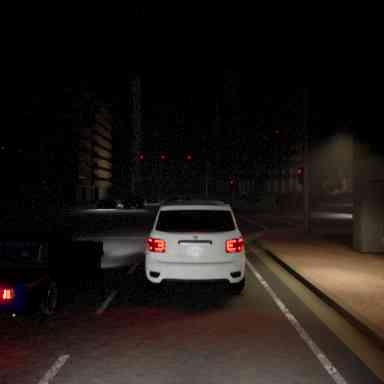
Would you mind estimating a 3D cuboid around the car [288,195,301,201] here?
[{"bbox_3d":[24.596,1.387,79.670,1.970,1.475,3.806,0,0,0],"label":"car"}]

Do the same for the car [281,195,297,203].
[{"bbox_3d":[18.839,1.389,64.564,1.970,1.475,3.806,0,0,0],"label":"car"}]

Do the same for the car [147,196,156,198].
[{"bbox_3d":[-7.904,1.471,65.198,1.882,1.535,5.008,0,0,0],"label":"car"}]

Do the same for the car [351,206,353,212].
[{"bbox_3d":[18.363,1.501,32.833,4.892,1.490,1.837,0,0,1],"label":"car"}]

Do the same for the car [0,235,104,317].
[{"bbox_3d":[-3.417,1.600,7.376,1.895,1.301,4.718,0,0,1],"label":"car"}]

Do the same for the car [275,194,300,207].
[{"bbox_3d":[13.251,1.149,47.147,1.932,1.855,4.605,0,0,0],"label":"car"}]

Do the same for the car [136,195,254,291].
[{"bbox_3d":[0.096,1.221,9.126,2.150,2.045,5.566,0,0,1],"label":"car"}]

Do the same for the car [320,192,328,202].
[{"bbox_3d":[30.174,1.145,79.723,1.932,1.855,4.605,0,0,0],"label":"car"}]

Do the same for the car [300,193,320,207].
[{"bbox_3d":[16.145,1.151,47.095,1.905,1.878,3.866,0,0,0],"label":"car"}]

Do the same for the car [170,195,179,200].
[{"bbox_3d":[-4.462,1.370,85.837,1.994,1.385,4.181,0,0,0],"label":"car"}]

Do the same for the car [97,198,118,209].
[{"bbox_3d":[-11.382,1.559,44.913,1.994,1.385,4.181,0,0,0],"label":"car"}]

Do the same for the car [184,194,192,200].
[{"bbox_3d":[-0.962,1.295,85.852,1.882,1.535,5.008,0,0,0],"label":"car"}]

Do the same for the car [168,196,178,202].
[{"bbox_3d":[-4.428,1.542,77.684,1.994,1.385,4.181,0,0,0],"label":"car"}]

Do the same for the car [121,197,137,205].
[{"bbox_3d":[-11.414,1.595,60.463,1.895,1.301,4.718,0,0,0],"label":"car"}]

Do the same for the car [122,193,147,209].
[{"bbox_3d":[-7.880,1.216,45.015,2.150,2.045,5.566,0,0,0],"label":"car"}]

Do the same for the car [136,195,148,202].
[{"bbox_3d":[-11.420,1.529,75.971,2.033,1.411,5.357,0,0,0],"label":"car"}]
